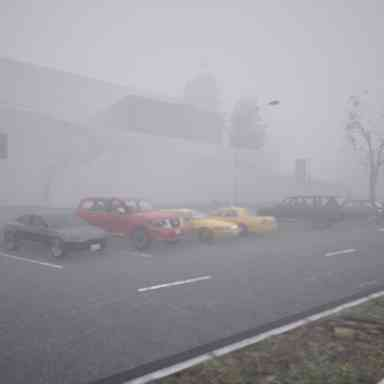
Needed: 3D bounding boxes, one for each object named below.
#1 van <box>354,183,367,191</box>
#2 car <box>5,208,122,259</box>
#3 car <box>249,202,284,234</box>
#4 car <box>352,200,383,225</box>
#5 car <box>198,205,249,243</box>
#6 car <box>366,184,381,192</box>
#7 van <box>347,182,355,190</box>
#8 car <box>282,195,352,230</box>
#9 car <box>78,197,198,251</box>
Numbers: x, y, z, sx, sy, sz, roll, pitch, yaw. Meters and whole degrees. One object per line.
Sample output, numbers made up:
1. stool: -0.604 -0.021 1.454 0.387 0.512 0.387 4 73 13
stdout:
1. van: 42.650 -1.121 82.975 1.878 1.987 4.442 7 3 35
2. car: -5.267 1.519 12.751 4.792 1.488 2.163 -1 -1 35
3. car: 1.885 1.494 18.088 5.366 1.575 1.946 -1 -1 35
4. car: 11.841 1.406 24.928 4.553 1.767 2.185 -1 -1 35
5. car: -0.249 1.484 16.143 5.366 1.575 1.946 -1 -1 35
6. car: 44.406 -0.622 80.611 2.231 1.521 4.892 7 3 35
7. van: 40.923 -1.394 85.448 1.878 1.987 4.442 7 3 35
8. car: 6.899 1.257 21.479 5.566 2.045 2.435 -1 -1 35
9. car: -2.824 1.238 14.498 5.566 2.045 2.435 -1 -1 35
